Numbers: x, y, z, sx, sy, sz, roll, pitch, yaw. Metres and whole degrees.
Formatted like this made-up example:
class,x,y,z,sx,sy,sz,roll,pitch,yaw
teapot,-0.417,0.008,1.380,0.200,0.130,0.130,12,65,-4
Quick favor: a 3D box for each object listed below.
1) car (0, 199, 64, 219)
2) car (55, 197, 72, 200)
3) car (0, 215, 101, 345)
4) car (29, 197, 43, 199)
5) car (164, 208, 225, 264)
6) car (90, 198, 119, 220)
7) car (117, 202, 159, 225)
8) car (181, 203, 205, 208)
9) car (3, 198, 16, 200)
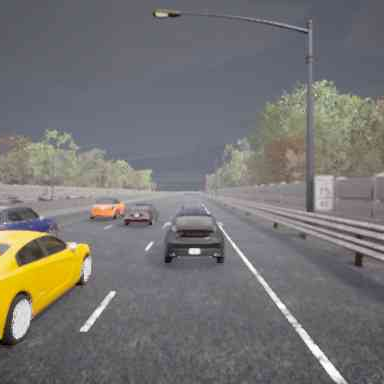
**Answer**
class,x,y,z,sx,sy,sz,roll,pitch,yaw
car,-6.919,1.325,12.794,2.097,1.767,4.553,0,0,0
car,-17.588,1.427,44.953,1.837,1.490,4.892,0,0,0
car,-3.450,1.464,6.358,1.882,1.535,5.008,0,0,0
car,-21.087,1.446,44.613,1.812,1.442,4.674,0,0,0
car,0.079,1.474,11.691,1.837,1.490,4.892,0,-2,0
car,-6.922,1.296,27.971,2.097,1.767,4.553,0,0,0
car,-3.440,1.500,23.289,2.033,1.411,5.357,0,0,0
car,0.068,1.548,26.490,1.895,1.301,4.718,0,0,0
car,-24.582,1.485,44.771,1.994,1.385,4.181,0,0,0
